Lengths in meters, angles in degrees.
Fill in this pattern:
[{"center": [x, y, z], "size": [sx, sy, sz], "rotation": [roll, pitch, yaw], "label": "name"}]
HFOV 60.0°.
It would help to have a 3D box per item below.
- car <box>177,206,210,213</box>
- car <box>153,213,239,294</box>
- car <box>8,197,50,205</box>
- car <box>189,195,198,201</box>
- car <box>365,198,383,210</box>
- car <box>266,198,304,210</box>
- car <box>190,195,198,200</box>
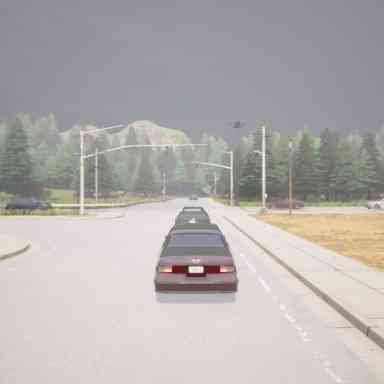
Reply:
[{"center": [0.070, 1.535, 19.534], "size": [1.994, 1.385, 4.181], "rotation": [0, 0, 1], "label": "car"}, {"center": [0.085, 1.538, 8.927], "size": [2.033, 1.411, 5.357], "rotation": [0, 0, 0], "label": "car"}, {"center": [-18.034, 1.388, 37.100], "size": [4.553, 1.767, 2.097], "rotation": [0, 0, 1], "label": "car"}, {"center": [0.276, 1.479, 81.817], "size": [1.895, 1.301, 4.718], "rotation": [0, 0, 2], "label": "car"}, {"center": [23.355, 1.420, 39.998], "size": [4.674, 1.442, 1.812], "rotation": [0, 0, 1], "label": "car"}, {"center": [11.162, 1.461, 40.234], "size": [4.674, 1.442, 1.812], "rotation": [0, 0, 1], "label": "car"}, {"center": [0.645, 1.421, 91.797], "size": [1.994, 1.385, 4.181], "rotation": [0, 0, 2], "label": "car"}]
